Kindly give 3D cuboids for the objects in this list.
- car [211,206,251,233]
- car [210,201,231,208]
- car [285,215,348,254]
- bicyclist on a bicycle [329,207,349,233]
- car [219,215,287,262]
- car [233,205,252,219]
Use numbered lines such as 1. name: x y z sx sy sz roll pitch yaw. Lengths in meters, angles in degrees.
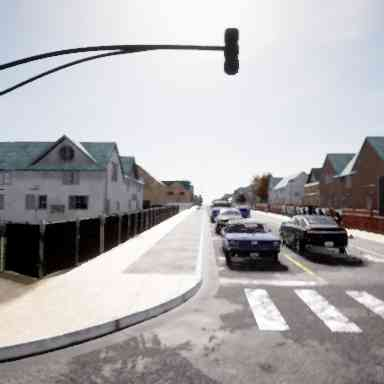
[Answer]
1. car: 2.615 1.961 23.292 2.128 1.511 4.902 0 -1 2
2. car: 3.054 1.963 33.868 2.150 2.045 5.566 0 -1 2
3. car: 5.209 1.774 14.786 2.128 1.511 4.902 0 -1 3
4. bicyclist on a bicycle: 8.329 1.724 19.472 1.656 1.620 0.582 0 -2 2
5. car: 2.190 1.820 13.201 1.895 1.301 4.718 0 -1 3
6. car: 6.333 2.469 42.267 1.882 1.535 5.008 0 -2 2
